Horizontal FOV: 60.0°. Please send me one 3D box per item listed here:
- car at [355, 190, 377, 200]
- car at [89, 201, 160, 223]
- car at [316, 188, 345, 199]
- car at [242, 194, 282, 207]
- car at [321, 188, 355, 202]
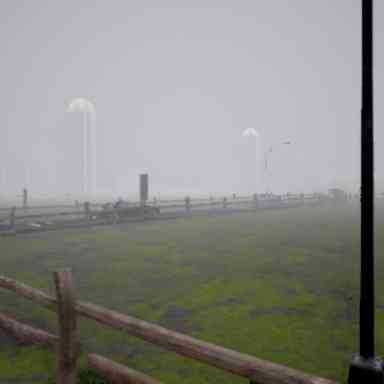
[{"bbox_3d":[25.479,0.415,48.965,4.892,1.490,1.837,-1,0,-42],"label":"car"},{"bbox_3d":[-4.446,1.255,22.171,4.718,1.301,1.895,-1,0,-42],"label":"car"},{"bbox_3d":[19.915,0.193,47.681,4.892,1.490,1.837,-1,0,-42],"label":"car"},{"bbox_3d":[7.946,0.884,37.086,5.357,1.411,2.033,-1,0,-42],"label":"car"},{"bbox_3d":[18.156,0.638,42.343,5.357,1.411,2.033,-1,0,-41],"label":"car"}]
